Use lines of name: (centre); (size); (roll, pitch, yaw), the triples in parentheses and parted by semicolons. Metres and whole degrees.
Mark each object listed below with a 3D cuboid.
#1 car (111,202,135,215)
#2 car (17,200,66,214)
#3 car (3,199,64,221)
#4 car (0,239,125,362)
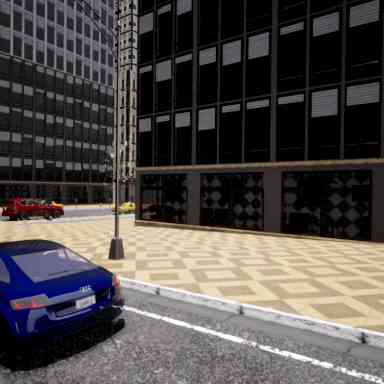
car: (-7.036, 1.830, 38.390); (1.752, 1.417, 4.829); (1, 0, 36)
car: (-17.332, 1.642, 38.515); (1.752, 1.417, 4.829); (1, 0, 36)
car: (-13.799, 1.519, 29.153); (2.192, 1.841, 5.009); (1, 0, 36)
car: (-3.195, 1.561, 5.944); (4.181, 1.385, 1.994); (0, 0, 34)
